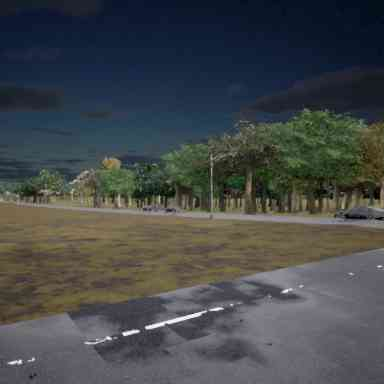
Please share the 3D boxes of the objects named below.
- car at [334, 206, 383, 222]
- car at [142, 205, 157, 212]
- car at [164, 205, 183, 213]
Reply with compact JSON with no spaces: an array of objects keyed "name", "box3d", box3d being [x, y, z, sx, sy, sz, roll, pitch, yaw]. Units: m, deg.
[{"name":"car","box3d":[16.670,2.101,32.365,2.033,1.411,5.357,1,-2,-33]},{"name":"car","box3d":[-9.243,3.558,71.750,1.837,1.490,4.892,1,-2,-33]},{"name":"car","box3d":[-3.478,3.249,63.135,2.128,1.511,4.902,1,-2,-33]}]
